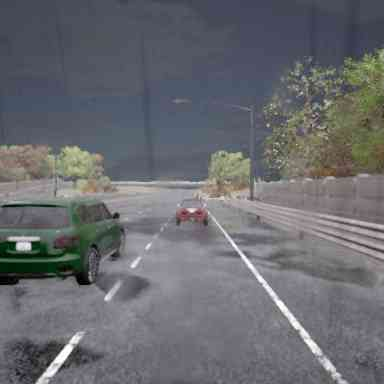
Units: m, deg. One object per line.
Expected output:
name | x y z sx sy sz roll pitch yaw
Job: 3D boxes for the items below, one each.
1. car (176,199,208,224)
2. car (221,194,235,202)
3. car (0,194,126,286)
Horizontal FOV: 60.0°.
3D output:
car | -0.009 1.260 23.660 2.097 1.767 4.553 0 0 0
car | 9.156 1.494 85.072 2.150 2.045 5.566 0 -1 27
car | -3.407 1.180 9.411 2.150 2.045 5.566 0 0 0
